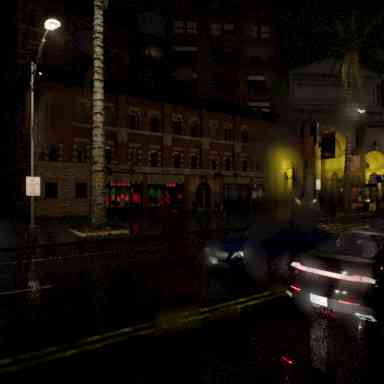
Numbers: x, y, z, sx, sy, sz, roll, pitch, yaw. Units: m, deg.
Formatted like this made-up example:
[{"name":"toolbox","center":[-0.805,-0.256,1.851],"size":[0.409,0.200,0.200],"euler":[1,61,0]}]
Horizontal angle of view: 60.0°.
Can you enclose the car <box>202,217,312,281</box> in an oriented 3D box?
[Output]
[{"name":"car","center":[2.456,1.526,10.035],"size":[4.674,1.442,1.812],"euler":[0,0,-36]}]

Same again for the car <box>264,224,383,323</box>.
[{"name":"car","center":[3.982,1.492,6.652],"size":[4.902,1.511,2.128],"euler":[0,0,-35]}]
